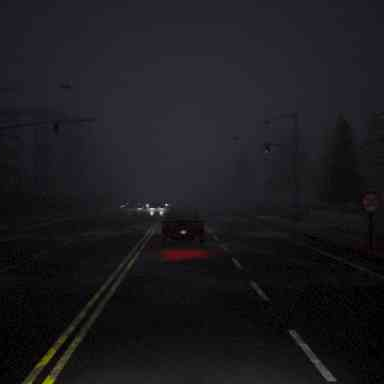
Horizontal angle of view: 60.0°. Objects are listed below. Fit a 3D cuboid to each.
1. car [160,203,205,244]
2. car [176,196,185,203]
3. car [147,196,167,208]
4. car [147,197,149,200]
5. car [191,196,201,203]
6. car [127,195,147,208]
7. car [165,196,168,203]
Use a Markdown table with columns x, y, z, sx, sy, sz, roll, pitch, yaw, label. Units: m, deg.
| x | y | z | sx | sy | sz | roll | pitch | yaw | label |
| --- | --- | --- | --- | --- | --- | --- | --- | --- | --- |
| -0.443 | 1.525 | 16.250 | 1.882 | 1.535 | 5.008 | 0 | 0 | -2 | car |
| -2.531 | 1.662 | 72.014 | 1.882 | 1.535 | 5.008 | 0 | 0 | -2 | car |
| -5.378 | 1.778 | 51.924 | 1.895 | 1.301 | 4.718 | 0 | 0 | -2 | car |
| -9.409 | 1.770 | 68.514 | 2.128 | 1.511 | 4.902 | 0 | 0 | -2 | car |
| 0.967 | 1.685 | 72.139 | 2.128 | 1.511 | 4.902 | 0 | 0 | -2 | car |
| -8.915 | 1.429 | 53.087 | 2.150 | 2.045 | 5.566 | 0 | 0 | -2 | car |
| -5.866 | 1.577 | 67.212 | 2.097 | 1.767 | 4.553 | 0 | 0 | -2 | car |
